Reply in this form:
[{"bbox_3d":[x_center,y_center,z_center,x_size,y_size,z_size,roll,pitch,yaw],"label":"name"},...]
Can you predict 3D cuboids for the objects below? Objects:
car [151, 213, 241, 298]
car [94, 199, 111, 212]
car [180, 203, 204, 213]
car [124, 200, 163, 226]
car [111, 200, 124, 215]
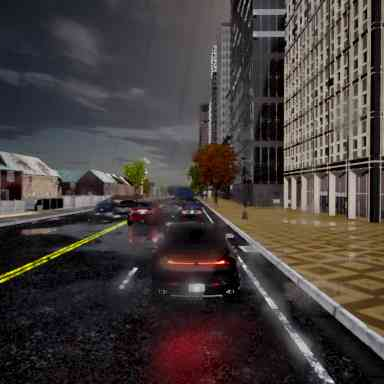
[{"bbox_3d":[0.070,1.506,8.494,1.837,1.490,4.892,0,0,0],"label":"car"},{"bbox_3d":[-9.949,1.592,39.344,2.033,1.411,5.357,0,0,0],"label":"car"},{"bbox_3d":[-0.006,1.568,27.071,2.033,1.411,5.357,0,0,0],"label":"car"},{"bbox_3d":[-3.242,1.368,23.863,2.097,1.767,4.553,0,0,0],"label":"car"},{"bbox_3d":[-6.713,1.560,34.629,1.812,1.442,4.674,0,0,0],"label":"car"}]
